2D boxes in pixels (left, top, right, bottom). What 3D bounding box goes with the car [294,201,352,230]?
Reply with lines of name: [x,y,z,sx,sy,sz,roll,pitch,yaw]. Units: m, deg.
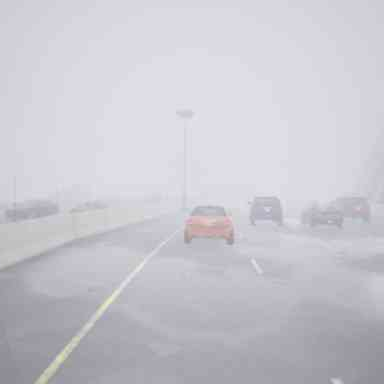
car: [8.611,1.598,22.360,2.128,1.511,4.902,1,0,7]

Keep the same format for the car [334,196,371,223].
car: [12.907,1.381,27.605,2.150,2.045,5.566,0,0,10]

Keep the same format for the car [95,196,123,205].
car: [-13.454,1.373,54.537,2.033,1.411,5.357,1,0,16]

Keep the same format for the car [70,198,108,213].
car: [-8.539,1.453,27.646,1.994,1.385,4.181,1,0,9]

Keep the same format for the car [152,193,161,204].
car: [-7.350,1.122,62.265,2.150,2.045,5.566,1,0,19]

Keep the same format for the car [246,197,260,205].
car: [11.625,1.666,62.965,1.812,1.442,4.674,0,0,21]

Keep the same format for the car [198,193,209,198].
car: [2.017,1.177,67.533,2.150,2.045,5.566,1,0,20]

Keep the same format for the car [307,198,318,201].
car: [22.112,1.765,60.878,2.128,1.511,4.902,1,0,22]

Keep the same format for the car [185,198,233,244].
car: [0.888,1.362,16.112,2.097,1.767,4.553,1,0,5]

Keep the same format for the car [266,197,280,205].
car: [15.192,1.691,62.430,1.837,1.490,4.892,0,0,21]

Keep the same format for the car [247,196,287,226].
car: [5.292,1.287,24.264,2.150,2.045,5.566,1,0,8]

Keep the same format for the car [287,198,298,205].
car: [18.694,1.794,61.764,1.994,1.385,4.181,1,0,22]
